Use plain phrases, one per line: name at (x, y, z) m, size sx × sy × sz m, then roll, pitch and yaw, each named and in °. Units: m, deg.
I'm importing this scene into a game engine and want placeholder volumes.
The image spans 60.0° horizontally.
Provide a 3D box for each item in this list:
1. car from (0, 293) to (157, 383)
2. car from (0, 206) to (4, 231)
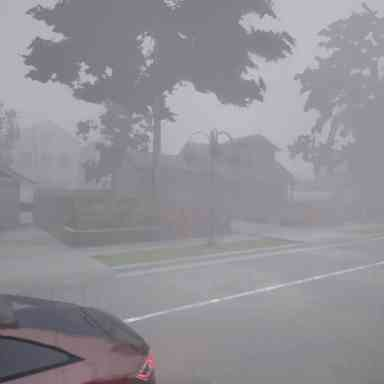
car at (-2.301, 1.556, 2.346) m, size 4.181 × 1.385 × 1.994 m, roll 1°, pitch 0°, yaw -35°
car at (-10.801, 1.177, 16.915) m, size 1.970 × 1.475 × 3.806 m, roll 1°, pitch -1°, yaw -35°
